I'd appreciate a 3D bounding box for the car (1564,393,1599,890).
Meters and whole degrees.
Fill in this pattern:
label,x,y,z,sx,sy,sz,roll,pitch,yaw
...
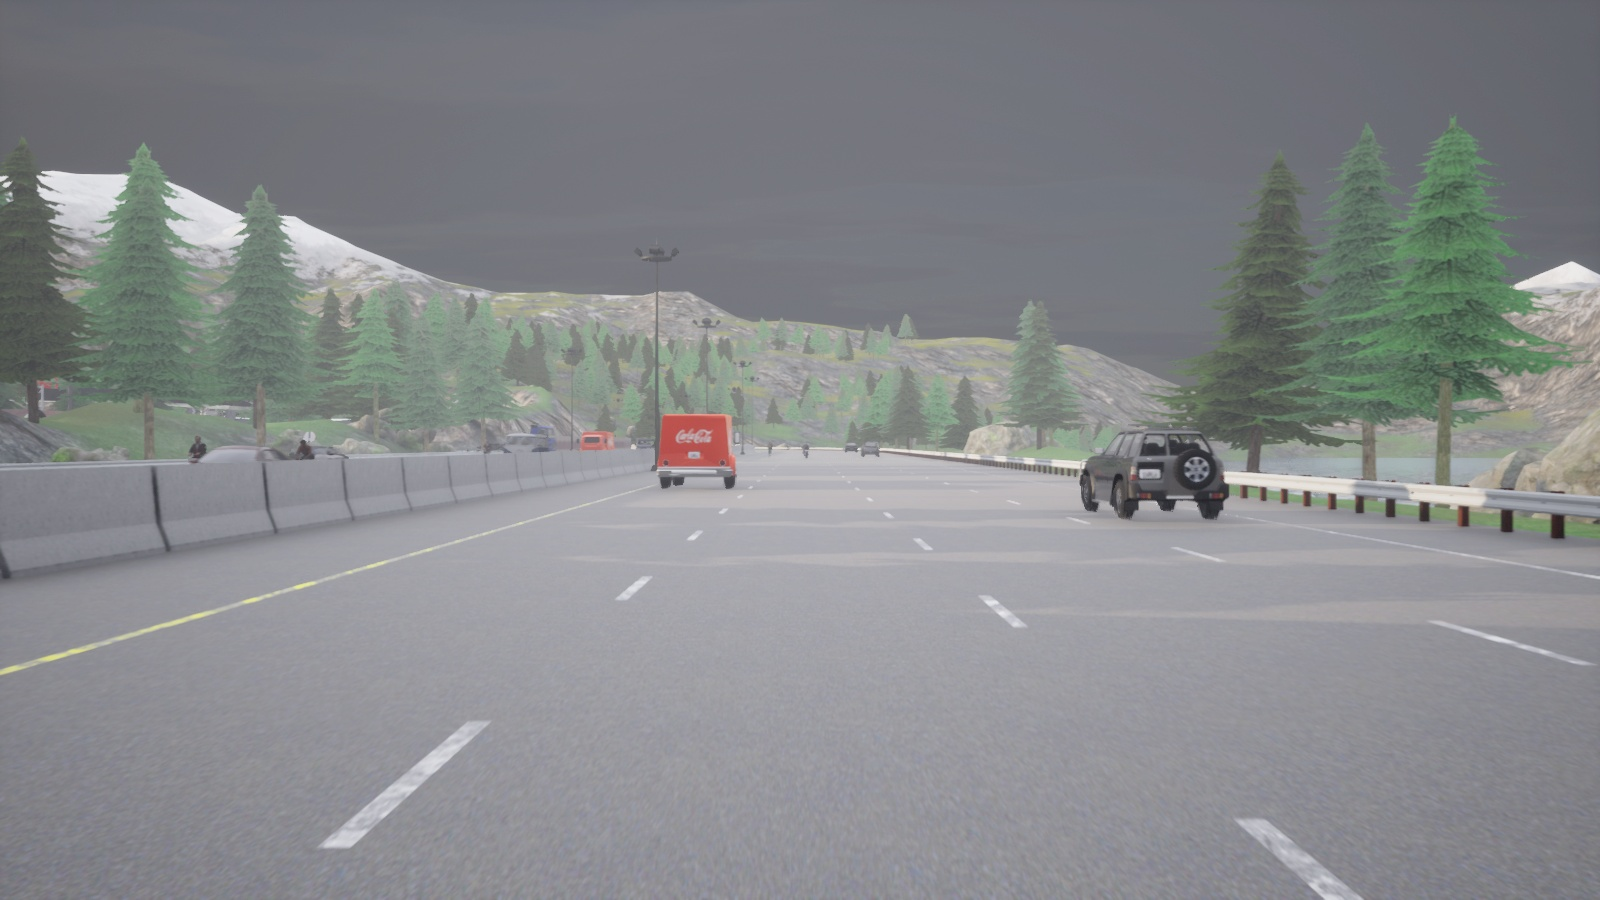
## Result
label,x,y,z,sx,sy,sz,roll,pitch,yaw
car,3.522,0.635,2.275,1.851,1.617,3.988,0,0,0

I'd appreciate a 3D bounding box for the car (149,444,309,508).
label,x,y,z,sx,sy,sz,roll,pitch,yaw
car,-13.916,0.587,30.924,1.812,1.442,4.674,0,0,0

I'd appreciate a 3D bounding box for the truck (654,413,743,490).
label,x,y,z,sx,sy,sz,roll,pitch,yaw
truck,-3.389,0.018,43.081,2.627,2.467,5.204,0,1,0

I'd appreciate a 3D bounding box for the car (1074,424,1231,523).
label,x,y,z,sx,sy,sz,roll,pitch,yaw
car,7.073,0.424,25.710,1.932,1.855,4.605,0,0,0

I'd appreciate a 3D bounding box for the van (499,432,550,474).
label,x,y,z,sx,sy,sz,roll,pitch,yaw
van,-13.800,0.133,63.097,1.775,1.987,4.442,1,0,-2

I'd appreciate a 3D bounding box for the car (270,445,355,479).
label,x,y,z,sx,sy,sz,roll,pitch,yaw
car,-20.852,0.491,53.880,1.994,1.385,4.181,0,0,0
